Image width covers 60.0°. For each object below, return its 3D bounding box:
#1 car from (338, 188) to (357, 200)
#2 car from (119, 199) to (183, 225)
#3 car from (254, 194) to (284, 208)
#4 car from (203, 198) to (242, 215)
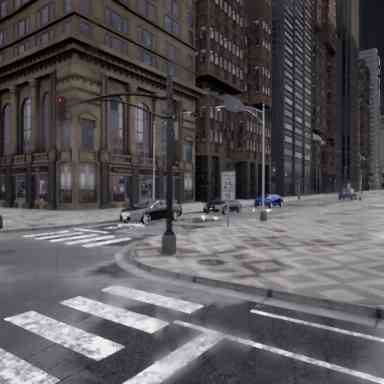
[{"bbox_3d":[27.062,0.361,57.830,2.150,2.045,5.566,0,1,36],"label":"car"},{"bbox_3d":[-2.591,1.235,21.869,2.128,1.511,4.902,0,1,36],"label":"car"},{"bbox_3d":[8.770,0.961,37.746,1.882,1.535,5.008,0,1,36],"label":"car"},{"bbox_3d":[2.741,1.185,29.320,1.994,1.385,4.181,0,1,36],"label":"car"}]
